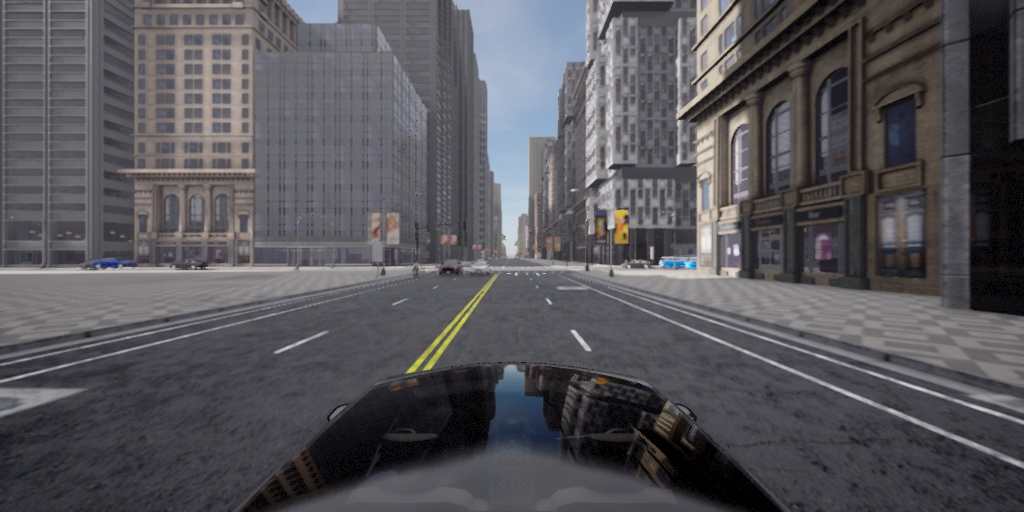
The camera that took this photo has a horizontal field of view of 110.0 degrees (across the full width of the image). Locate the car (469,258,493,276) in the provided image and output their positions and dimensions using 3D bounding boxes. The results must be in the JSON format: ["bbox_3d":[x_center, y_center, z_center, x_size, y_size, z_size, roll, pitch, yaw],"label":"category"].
[{"bbox_3d":[-3.268,1.267,37.498,1.812,1.442,4.674,0,0,0],"label":"car"}]

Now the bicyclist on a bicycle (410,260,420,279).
[{"bbox_3d":[-8.267,1.180,30.768,0.866,1.612,1.509,0,0,5],"label":"bicyclist on a bicycle"}]

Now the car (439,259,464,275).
[{"bbox_3d":[-6.504,1.093,38.770,2.097,1.767,4.553,0,0,0],"label":"car"}]

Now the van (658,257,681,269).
[{"bbox_3d":[24.739,1.029,55.281,3.998,1.789,1.690,0,0,0],"label":"van"}]

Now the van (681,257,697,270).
[{"bbox_3d":[24.706,1.021,46.757,3.998,1.789,1.690,0,0,0],"label":"van"}]

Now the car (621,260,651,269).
[{"bbox_3d":[19.121,1.250,55.305,4.403,1.370,2.007,0,0,0],"label":"car"}]
